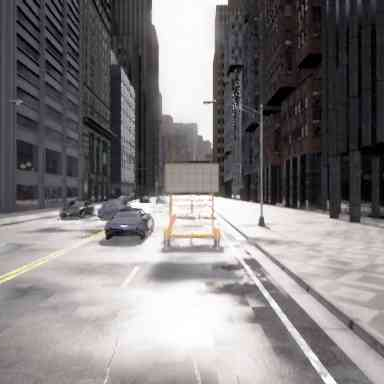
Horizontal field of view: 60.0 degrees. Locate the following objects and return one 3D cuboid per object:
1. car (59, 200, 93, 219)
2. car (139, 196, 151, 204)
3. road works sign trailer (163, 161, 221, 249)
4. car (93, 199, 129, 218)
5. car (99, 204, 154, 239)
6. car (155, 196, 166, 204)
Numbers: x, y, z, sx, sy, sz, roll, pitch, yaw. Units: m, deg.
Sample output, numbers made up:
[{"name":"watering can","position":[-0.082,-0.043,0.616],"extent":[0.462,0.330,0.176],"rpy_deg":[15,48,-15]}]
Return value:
[{"name":"car","position":[-9.859,1.519,28.884],"extent":[1.837,1.490,4.892],"rpy_deg":[0,0,0]},{"name":"car","position":[-9.785,1.577,69.184],"extent":[1.882,1.535,5.008],"rpy_deg":[0,0,0]},{"name":"road works sign trailer","position":[-0.001,0.461,14.421],"extent":[2.380,3.560,2.880],"rpy_deg":[0,0,0]},{"name":"car","position":[-6.608,1.366,28.761],"extent":[2.097,1.767,4.553],"rpy_deg":[0,0,0]},{"name":"car","position":[-3.153,1.562,17.409],"extent":[1.994,1.385,4.181],"rpy_deg":[0,0,0]},{"name":"car","position":[-6.535,1.639,69.186],"extent":[2.033,1.411,5.357],"rpy_deg":[0,0,0]}]
